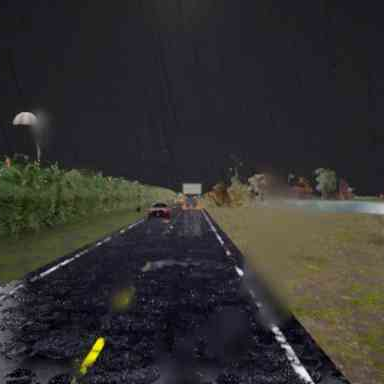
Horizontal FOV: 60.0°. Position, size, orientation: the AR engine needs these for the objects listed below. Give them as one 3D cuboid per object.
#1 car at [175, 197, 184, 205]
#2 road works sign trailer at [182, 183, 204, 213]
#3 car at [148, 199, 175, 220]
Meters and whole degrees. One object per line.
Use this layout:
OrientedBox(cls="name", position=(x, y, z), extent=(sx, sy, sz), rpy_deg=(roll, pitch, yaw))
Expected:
OrientedBox(cls="car", position=(-2.740, 1.838, 70.126), extent=(1.882, 1.535, 5.008), rpy_deg=(0, 0, 0))
OrientedBox(cls="road works sign trailer", position=(0.006, 0.663, 40.799), extent=(2.380, 3.560, 2.880), rpy_deg=(0, 0, 0))
OrientedBox(cls="car", position=(-2.844, 1.616, 30.205), extent=(1.882, 1.535, 5.008), rpy_deg=(0, 0, 0))
